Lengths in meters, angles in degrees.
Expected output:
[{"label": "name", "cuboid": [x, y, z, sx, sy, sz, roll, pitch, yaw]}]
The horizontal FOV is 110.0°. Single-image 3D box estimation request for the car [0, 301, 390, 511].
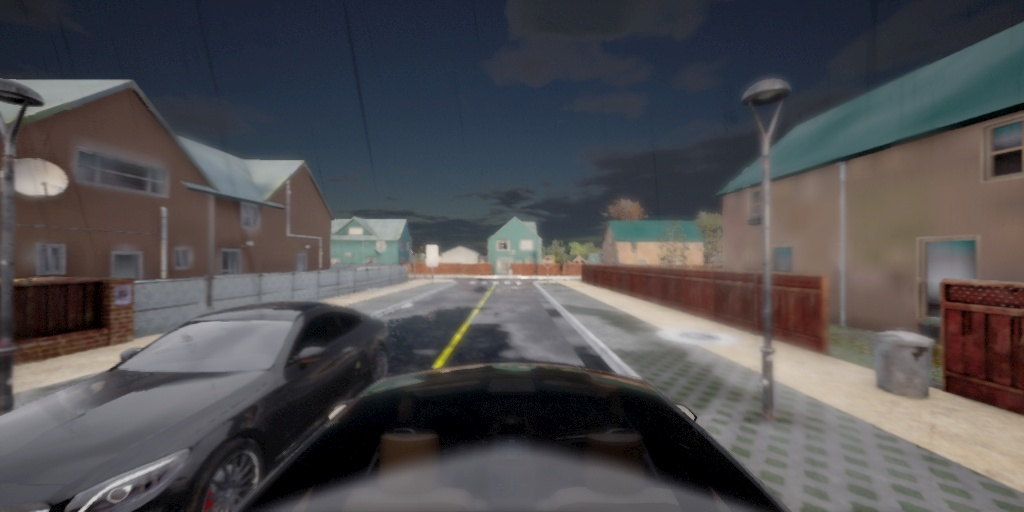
[{"label": "car", "cuboid": [-2.850, 1.305, 4.069, 1.812, 1.442, 4.674, 0, -1, 0]}]
